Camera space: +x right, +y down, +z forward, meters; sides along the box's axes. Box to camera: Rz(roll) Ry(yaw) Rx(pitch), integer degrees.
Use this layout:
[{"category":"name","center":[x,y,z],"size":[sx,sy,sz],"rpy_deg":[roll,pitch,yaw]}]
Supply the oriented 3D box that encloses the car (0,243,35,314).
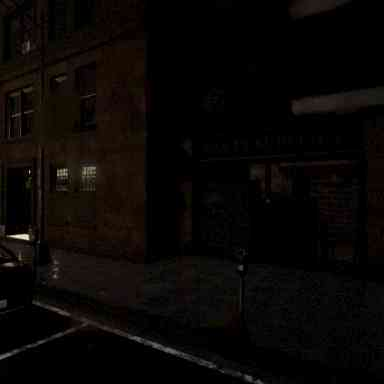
[{"category":"car","center":[-4.816,1.550,6.504],"size":[4.403,1.369,2.008],"rpy_deg":[0,0,35]}]
